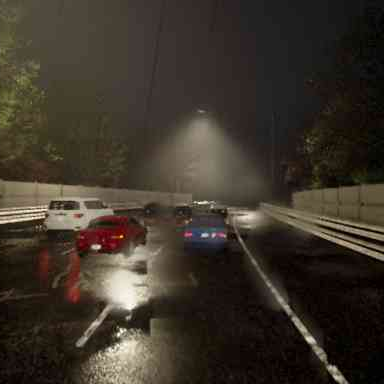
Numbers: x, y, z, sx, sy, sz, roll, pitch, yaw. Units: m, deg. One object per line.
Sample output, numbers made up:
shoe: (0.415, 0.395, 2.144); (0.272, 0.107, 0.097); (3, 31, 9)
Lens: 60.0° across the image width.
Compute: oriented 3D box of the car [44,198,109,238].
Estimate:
car: (-6.072, 1.331, 18.585); (2.150, 2.045, 5.566); (0, 0, 4)

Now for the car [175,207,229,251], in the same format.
car: (0.649, 1.635, 14.647); (2.033, 1.411, 5.357); (0, 0, 4)

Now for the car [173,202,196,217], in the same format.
car: (-0.724, 1.800, 34.686); (2.128, 1.511, 4.902); (0, -1, 8)

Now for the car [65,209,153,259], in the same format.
car: (-2.942, 1.602, 12.933); (1.812, 1.442, 4.674); (0, 0, 3)

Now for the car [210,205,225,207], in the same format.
car: (2.566, 1.893, 33.048); (1.895, 1.301, 4.718); (0, -1, 8)

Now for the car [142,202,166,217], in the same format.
car: (-4.090, 1.843, 35.862); (1.812, 1.442, 4.674); (0, -1, 8)
